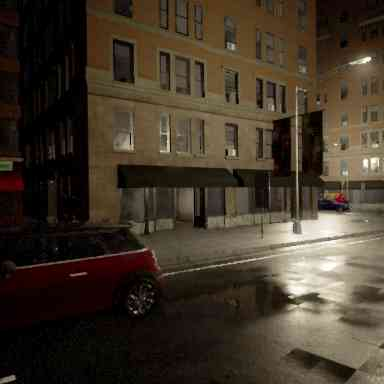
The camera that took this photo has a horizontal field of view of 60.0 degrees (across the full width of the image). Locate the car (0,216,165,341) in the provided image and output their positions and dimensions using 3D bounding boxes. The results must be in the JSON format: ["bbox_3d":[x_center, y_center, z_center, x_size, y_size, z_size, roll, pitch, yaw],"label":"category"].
[{"bbox_3d":[-2.795,1.351,5.689,4.553,1.767,2.097,0,0,-36],"label":"car"}]

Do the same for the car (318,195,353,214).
[{"bbox_3d":[14.364,1.417,35.022,1.812,1.442,4.674,-1,1,-43],"label":"car"}]

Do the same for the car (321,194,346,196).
[{"bbox_3d":[16.612,1.107,40.985,2.192,1.841,5.009,0,1,-44],"label":"car"}]
